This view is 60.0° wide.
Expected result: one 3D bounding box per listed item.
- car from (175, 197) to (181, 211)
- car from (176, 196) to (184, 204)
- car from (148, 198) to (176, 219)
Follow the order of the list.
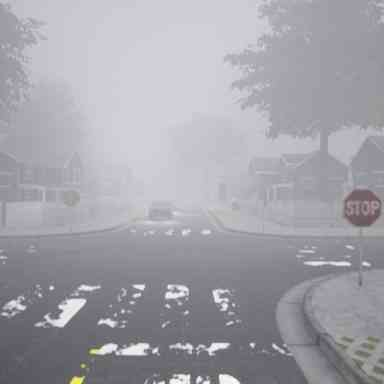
[{"bbox_3d":[-2.666,1.631,40.965,1.895,1.301,4.718,0,0,0],"label":"car"},{"bbox_3d":[-2.614,1.550,67.236,1.837,1.490,4.892,0,0,0],"label":"car"},{"bbox_3d":[-2.690,1.501,29.476,1.882,1.535,5.008,0,0,0],"label":"car"}]
